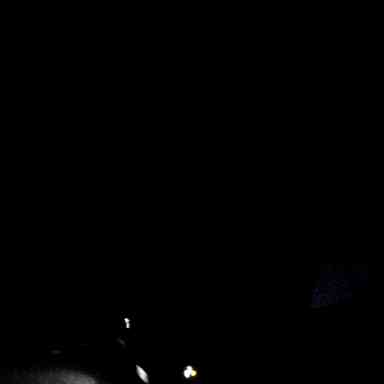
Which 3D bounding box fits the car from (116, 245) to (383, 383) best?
[{"bbox_3d":[1.669,1.585,5.066,5.357,1.411,2.033,1,0,-34],"label":"car"}]
